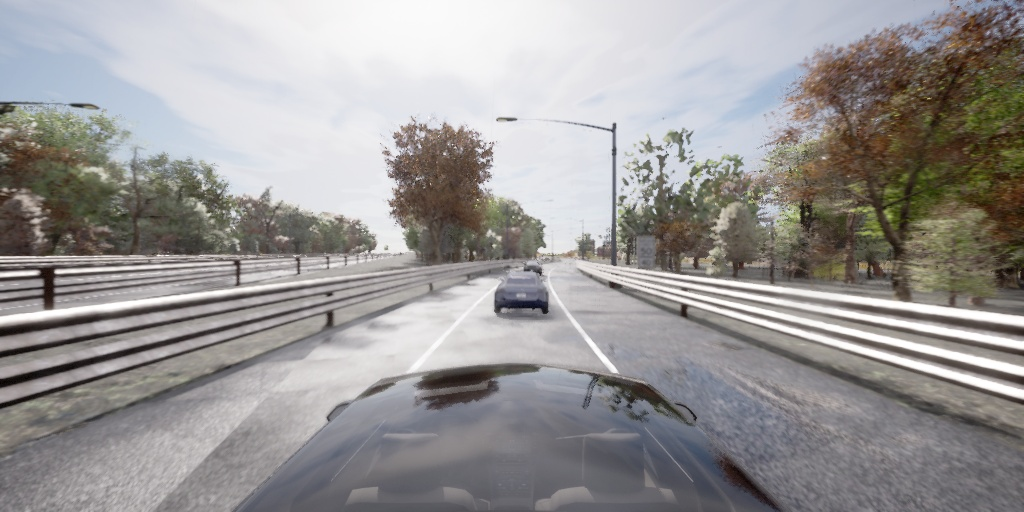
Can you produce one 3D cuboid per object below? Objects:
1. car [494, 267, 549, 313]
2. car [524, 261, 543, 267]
[{"bbox_3d":[0.392,1.301,14.053,1.994,1.385,4.181,0,0,2],"label":"car"},{"bbox_3d":[2.176,1.225,37.123,1.812,1.442,4.674,0,0,6],"label":"car"}]
